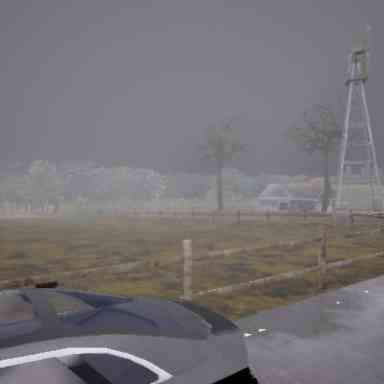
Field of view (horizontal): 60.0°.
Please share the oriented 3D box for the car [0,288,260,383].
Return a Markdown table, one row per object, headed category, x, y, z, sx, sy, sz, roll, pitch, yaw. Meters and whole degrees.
| category | x | y | z | sx | sy | sz | roll | pitch | yaw |
| --- | --- | --- | --- | --- | --- | --- | --- | --- | --- |
| car | -1.754 | 1.493 | 1.820 | 4.902 | 1.511 | 2.128 | 0 | 0 | -36 |
